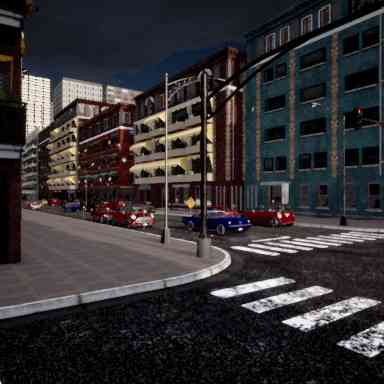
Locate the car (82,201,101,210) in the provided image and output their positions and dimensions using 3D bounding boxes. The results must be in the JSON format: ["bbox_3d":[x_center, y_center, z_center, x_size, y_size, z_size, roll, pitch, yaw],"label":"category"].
[{"bbox_3d":[-16.882,2.258,55.939,1.802,1.307,4.206,-1,0,-35],"label":"car"}]

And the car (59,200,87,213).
[{"bbox_3d":[-16.367,2.163,45.840,1.895,1.301,4.718,0,-1,-34],"label":"car"}]

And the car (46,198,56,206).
[{"bbox_3d":[-32.749,2.327,78.700,2.192,1.841,5.009,-1,0,-35],"label":"car"}]

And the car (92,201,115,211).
[{"bbox_3d":[-13.709,2.159,51.387,2.008,1.369,4.403,-1,0,-35],"label":"car"}]

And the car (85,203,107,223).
[{"bbox_3d":[-7.471,1.904,28.656,1.802,1.307,4.206,-1,0,-35],"label":"car"}]

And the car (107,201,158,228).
[{"bbox_3d":[-4.300,1.694,24.104,1.967,1.590,4.097,-1,0,-35],"label":"car"}]

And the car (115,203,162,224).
[{"bbox_3d":[-4.745,1.803,29.073,2.128,1.511,4.902,0,-1,-35],"label":"car"}]

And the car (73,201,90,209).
[{"bbox_3d":[-20.055,2.325,60.491,1.802,1.307,4.206,-1,0,-35],"label":"car"}]

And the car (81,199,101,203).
[{"bbox_3d":[-13.716,2.065,47.007,1.837,1.490,4.892,0,-1,-34],"label":"car"}]

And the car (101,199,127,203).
[{"bbox_3d":[-10.541,1.855,46.836,2.192,1.841,5.009,-1,0,-35],"label":"car"}]

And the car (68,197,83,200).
[{"bbox_3d":[-19.643,1.907,55.431,2.150,2.045,5.566,0,-1,-35],"label":"car"}]

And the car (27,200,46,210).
[{"bbox_3d":[-26.509,2.170,55.969,1.967,1.590,4.097,-1,0,-35],"label":"car"}]

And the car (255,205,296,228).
[{"bbox_3d":[5.332,1.639,24.081,1.967,1.590,4.097,-1,0,-35],"label":"car"}]

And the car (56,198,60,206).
[{"bbox_3d":[-26.400,2.429,69.595,2.008,1.369,4.403,-1,0,-35],"label":"car"}]

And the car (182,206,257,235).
[{"bbox_3d":[1.412,1.779,20.251,1.895,1.301,4.718,0,-1,-35],"label":"car"}]
